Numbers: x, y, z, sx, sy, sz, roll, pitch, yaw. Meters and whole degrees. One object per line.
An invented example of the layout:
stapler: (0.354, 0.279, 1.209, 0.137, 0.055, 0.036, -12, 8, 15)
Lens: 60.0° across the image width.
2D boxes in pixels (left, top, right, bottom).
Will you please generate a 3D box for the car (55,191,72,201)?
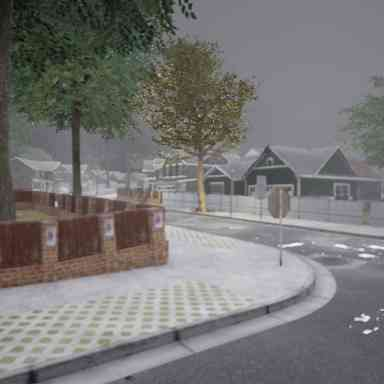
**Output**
car: (-18.084, 0.541, 46.985, 1.812, 1.442, 4.674, 1, 1, -31)
